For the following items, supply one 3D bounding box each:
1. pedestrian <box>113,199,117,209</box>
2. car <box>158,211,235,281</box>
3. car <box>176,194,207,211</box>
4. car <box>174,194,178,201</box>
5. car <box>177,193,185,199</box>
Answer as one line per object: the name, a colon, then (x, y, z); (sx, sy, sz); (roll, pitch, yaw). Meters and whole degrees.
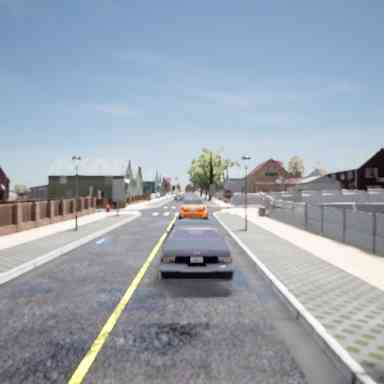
pedestrian: (-9.693, 1.256, 41.989); (0.375, 1.860, 0.375); (0, 1, 0)
car: (0.099, 1.503, 9.716); (2.033, 1.411, 5.357); (0, 0, 0)
car: (0.056, 1.233, 25.758); (2.097, 1.767, 4.553); (0, 0, -1)
car: (-2.752, 1.179, 68.771); (2.128, 1.511, 4.902); (0, 0, 0)
car: (-2.751, 1.096, 84.294); (2.033, 1.411, 5.357); (0, 0, 0)
